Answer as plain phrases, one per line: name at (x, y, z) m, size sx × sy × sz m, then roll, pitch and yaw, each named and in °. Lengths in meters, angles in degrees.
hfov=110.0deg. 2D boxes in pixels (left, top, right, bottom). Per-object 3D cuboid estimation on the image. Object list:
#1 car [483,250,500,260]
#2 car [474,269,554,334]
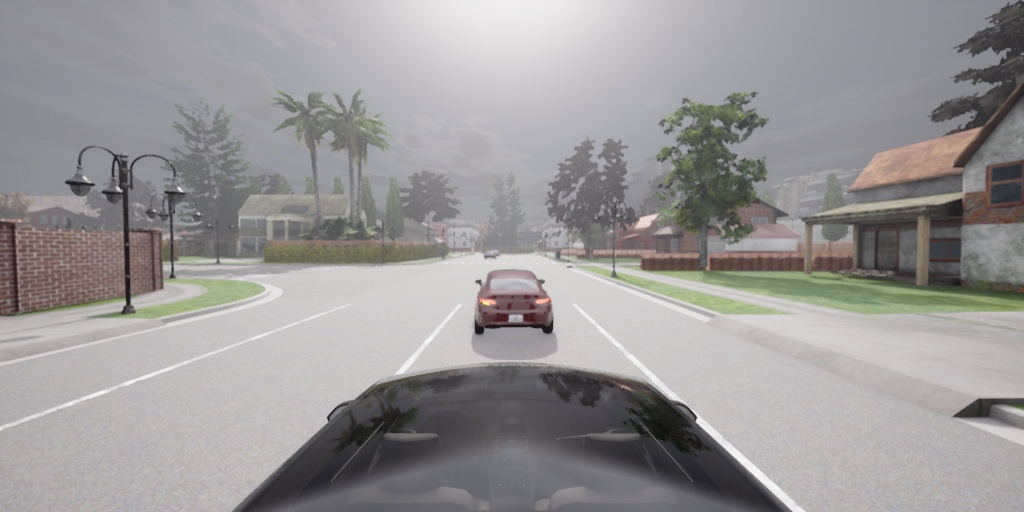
car at (-3.550, -0.185, 58.352) m, size 2.033 × 1.411 × 5.357 m, roll 0°, pitch 1°, yaw 1°
car at (-0.027, 1.066, 9.701) m, size 1.812 × 1.442 × 4.674 m, roll 0°, pitch 1°, yaw -3°
